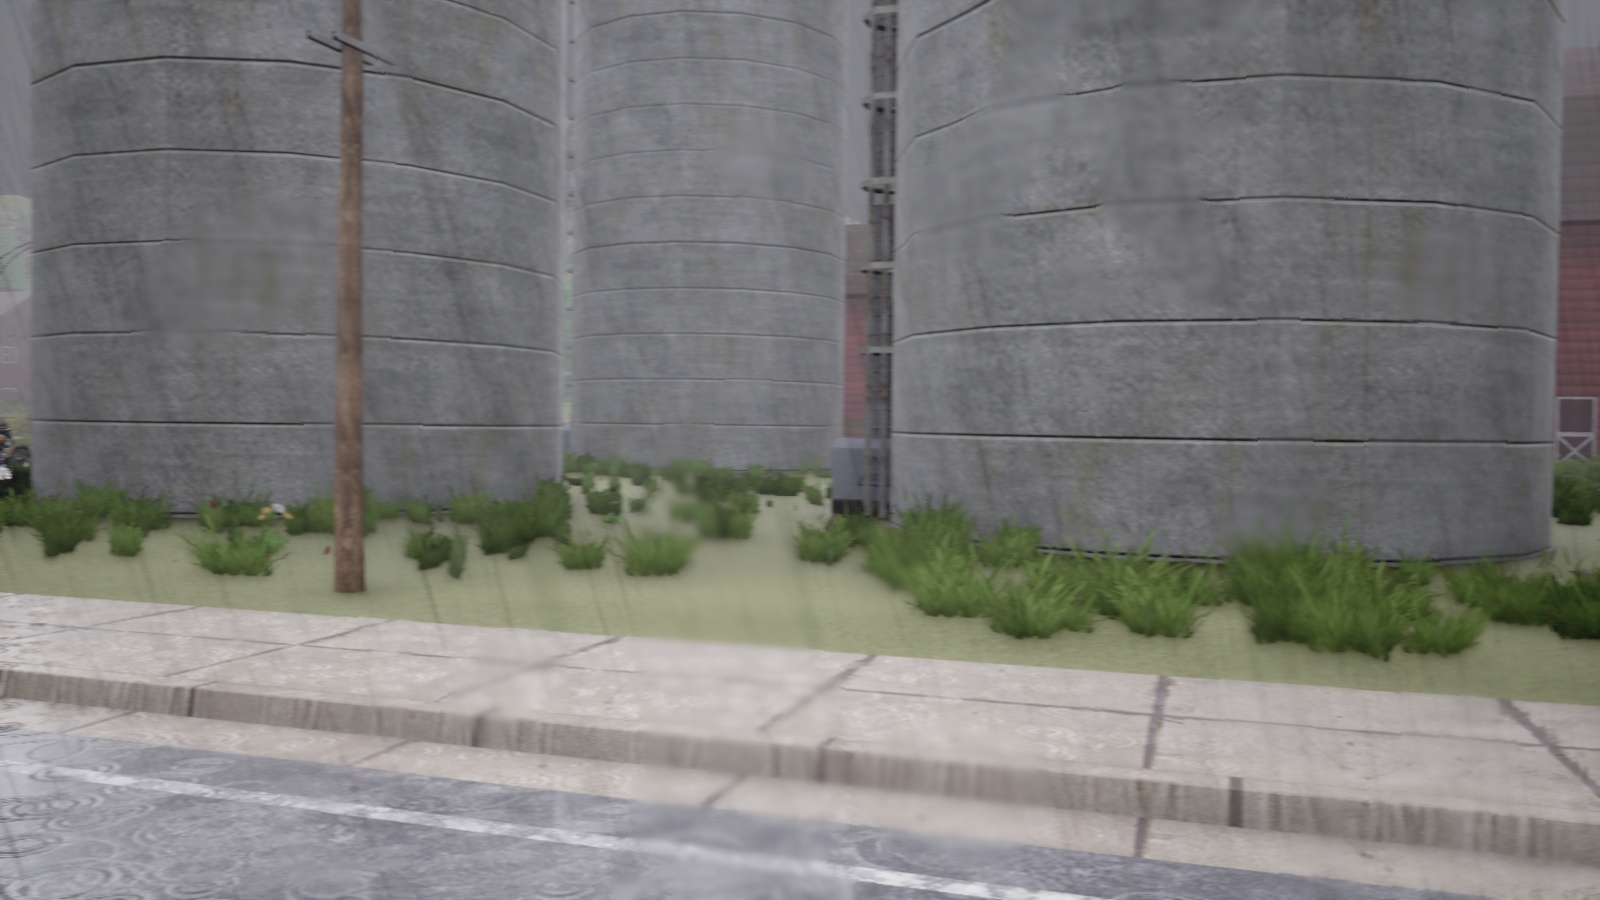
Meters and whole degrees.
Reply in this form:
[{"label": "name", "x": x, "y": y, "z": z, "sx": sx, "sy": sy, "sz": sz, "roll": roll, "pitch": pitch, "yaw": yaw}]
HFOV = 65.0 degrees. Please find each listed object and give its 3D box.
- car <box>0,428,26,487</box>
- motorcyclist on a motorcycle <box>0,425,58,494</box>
[{"label": "car", "x": -22.591, "y": 0.242, "z": 31.857, "sx": 1.882, "sy": 1.535, "sz": 5.008, "roll": 0, "pitch": 1, "yaw": 17}, {"label": "motorcyclist on a motorcycle", "x": -19.348, "y": 0.218, "z": 30.508, "sx": 0.766, "sy": 1.649, "sz": 2.350, "roll": 0, "pitch": 1, "yaw": 17}]
